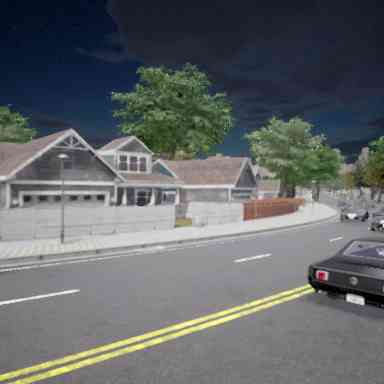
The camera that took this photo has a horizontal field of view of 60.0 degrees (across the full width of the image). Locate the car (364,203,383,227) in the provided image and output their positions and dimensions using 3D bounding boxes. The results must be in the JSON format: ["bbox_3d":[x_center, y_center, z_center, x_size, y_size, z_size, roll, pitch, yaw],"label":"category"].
[{"bbox_3d":[12.674,1.693,21.077,2.128,1.511,4.902,0,-1,37],"label":"car"}]

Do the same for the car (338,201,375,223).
[{"bbox_3d":[14.030,1.767,28.533,2.128,1.511,4.902,0,-1,33],"label":"car"}]

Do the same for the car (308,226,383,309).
[{"bbox_3d":[4.626,1.667,7.471,4.718,1.301,1.895,1,0,-41],"label":"car"}]

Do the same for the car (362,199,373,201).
[{"bbox_3d":[30.447,1.966,57.558,2.097,1.767,4.553,0,-1,20],"label":"car"}]
